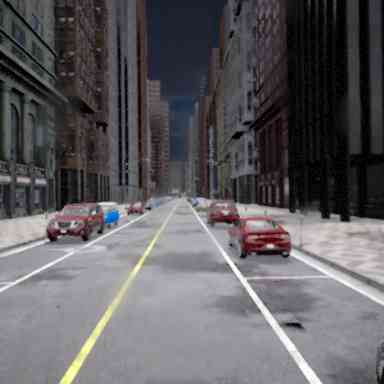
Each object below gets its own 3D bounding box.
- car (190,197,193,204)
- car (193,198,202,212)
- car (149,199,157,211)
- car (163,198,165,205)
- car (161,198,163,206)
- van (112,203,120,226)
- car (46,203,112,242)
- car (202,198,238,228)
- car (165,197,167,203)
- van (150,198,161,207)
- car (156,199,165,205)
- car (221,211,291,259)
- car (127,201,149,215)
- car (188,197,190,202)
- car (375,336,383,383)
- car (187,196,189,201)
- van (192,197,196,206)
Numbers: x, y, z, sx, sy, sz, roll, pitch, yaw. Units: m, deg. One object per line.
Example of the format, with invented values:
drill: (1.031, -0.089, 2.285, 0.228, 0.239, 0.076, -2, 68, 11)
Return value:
car: (1.073, 2.090, 63.722, 1.967, 1.590, 4.097, -1, -1, -2)
car: (1.536, 1.989, 46.990, 1.752, 1.417, 4.829, -1, -1, -2)
car: (-7.135, 2.197, 52.204, 1.947, 1.339, 4.313, -1, -1, -2)
car: (-7.757, 2.448, 74.741, 1.947, 1.339, 4.313, -1, -1, -2)
car: (-7.602, 2.385, 69.107, 1.947, 1.339, 4.313, -1, -1, -2)
van: (-6.361, 1.664, 24.035, 1.690, 1.788, 3.998, -1, -1, -2)
car: (-6.205, 1.579, 18.401, 2.192, 1.841, 5.009, -1, -1, -2)
car: (2.160, 1.532, 24.286, 2.192, 1.841, 5.009, -1, -1, -2)
car: (-7.917, 2.260, 80.377, 2.192, 1.841, 5.009, -1, -1, -2)
van: (-7.450, 2.098, 63.475, 1.690, 1.788, 3.998, -1, -1, -2)
car: (-8.069, 2.553, 86.010, 1.887, 1.381, 4.507, -1, -1, -2)
car: (2.474, 1.644, 13.017, 1.887, 1.381, 4.507, -1, -1, -2)
car: (-6.824, 2.050, 40.936, 1.887, 1.381, 4.507, -1, -1, -2)
car: (0.763, 2.327, 74.988, 2.008, 1.369, 4.403, -1, -1, -2)
car: (2.786, 1.534, 1.749, 2.008, 1.369, 4.403, -1, -1, -2)
car: (0.451, 2.342, 86.257, 1.967, 1.590, 4.097, -1, -1, -2)
van: (1.382, 1.865, 52.455, 1.690, 1.788, 3.998, -1, -1, -2)
